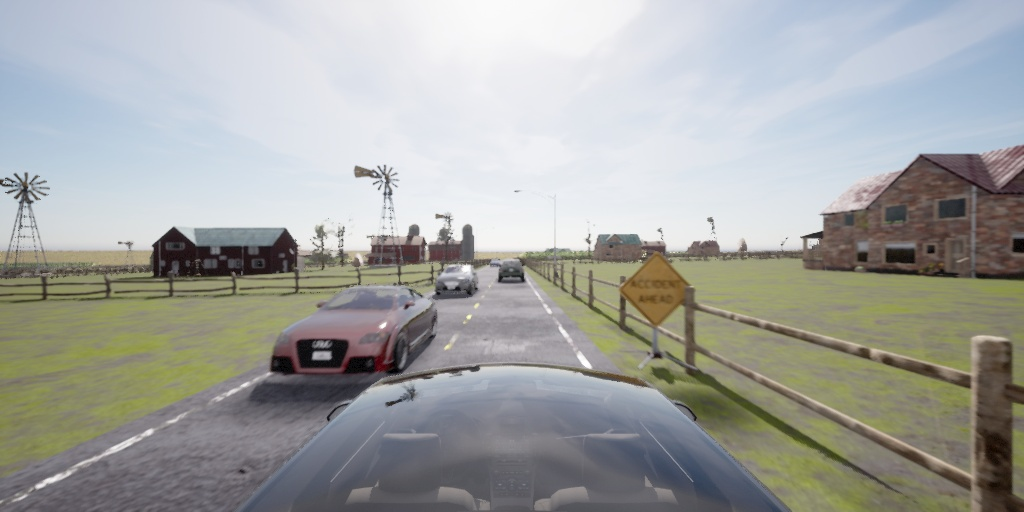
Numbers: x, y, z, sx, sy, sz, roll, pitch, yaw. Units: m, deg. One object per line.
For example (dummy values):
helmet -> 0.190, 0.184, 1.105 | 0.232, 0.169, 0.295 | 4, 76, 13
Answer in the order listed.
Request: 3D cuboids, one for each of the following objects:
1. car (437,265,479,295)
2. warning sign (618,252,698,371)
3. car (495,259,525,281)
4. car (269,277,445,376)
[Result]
car -> -2.903, 1.242, 19.678 | 2.128, 1.511, 4.902 | 0, 0, 0
warning sign -> 2.440, 0.855, 6.127 | 1.300, 1.860, 1.060 | 0, 0, 0
car -> -0.045, 1.094, 29.877 | 2.097, 1.767, 4.553 | 0, 0, 0
car -> -2.854, 1.320, 7.413 | 1.994, 1.385, 4.181 | 0, 0, 1
